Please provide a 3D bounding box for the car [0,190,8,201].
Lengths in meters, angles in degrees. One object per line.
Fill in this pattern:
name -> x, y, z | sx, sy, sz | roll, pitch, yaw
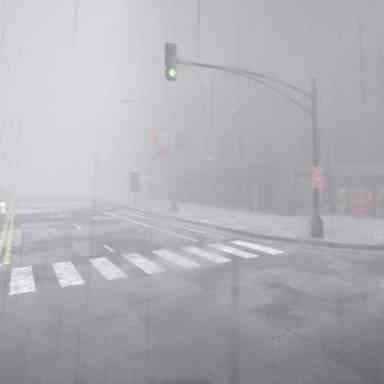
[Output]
car -> -25.736, 0.473, 44.487 | 2.128, 1.511, 4.902 | -2, 3, -28
